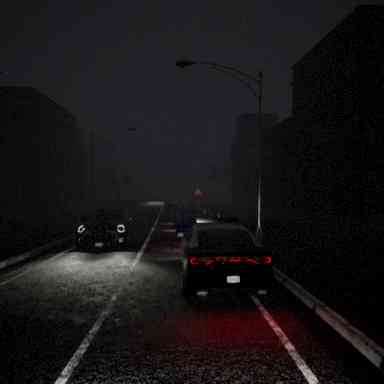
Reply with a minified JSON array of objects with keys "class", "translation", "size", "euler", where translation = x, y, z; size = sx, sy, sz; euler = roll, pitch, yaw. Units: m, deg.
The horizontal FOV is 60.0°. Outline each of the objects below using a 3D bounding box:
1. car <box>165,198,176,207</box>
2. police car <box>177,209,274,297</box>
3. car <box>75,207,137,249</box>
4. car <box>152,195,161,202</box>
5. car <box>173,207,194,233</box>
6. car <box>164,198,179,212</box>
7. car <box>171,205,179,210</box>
[{"class":"car","translation":[-3.791,1.797,59.156],"size":[1.895,1.301,4.718],"euler":[0,2,-4]},{"class":"police car","translation":[0.651,1.472,8.857],"size":[1.930,1.638,5.238],"euler":[0,-1,-3]},{"class":"car","translation":[-3.771,1.513,15.245],"size":[2.097,1.767,4.553],"euler":[0,-1,-4]},{"class":"car","translation":[-7.676,1.340,71.380],"size":[1.895,1.301,4.718],"euler":[0,2,-4]},{"class":"car","translation":[0.006,1.754,18.802],"size":[1.812,1.442,4.674],"euler":[0,-1,-4]},{"class":"car","translation":[-2.792,1.954,45.402],"size":[2.128,1.511,4.902],"euler":[0,-1,-4]},{"class":"car","translation":[-0.424,1.906,24.797],"size":[1.812,1.442,4.674],"euler":[0,-1,-4]}]
